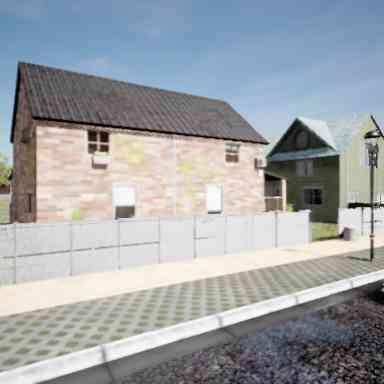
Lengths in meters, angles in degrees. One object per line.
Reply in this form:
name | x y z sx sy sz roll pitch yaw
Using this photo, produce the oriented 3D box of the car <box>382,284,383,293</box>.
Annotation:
car | 5.937 1.563 7.100 4.181 1.385 1.994 0 0 -34
